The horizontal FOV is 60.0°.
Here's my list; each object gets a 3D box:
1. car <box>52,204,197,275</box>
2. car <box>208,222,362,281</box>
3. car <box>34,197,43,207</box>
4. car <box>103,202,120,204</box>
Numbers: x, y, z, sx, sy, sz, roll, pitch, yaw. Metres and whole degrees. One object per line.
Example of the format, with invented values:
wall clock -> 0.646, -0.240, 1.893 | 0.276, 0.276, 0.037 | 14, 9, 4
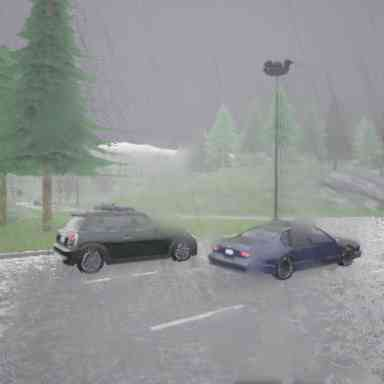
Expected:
car -> -2.028, 1.413, 10.891 | 4.553, 1.767, 2.097 | 1, -1, -35
car -> 3.016, 1.654, 10.188 | 5.357, 1.411, 2.033 | 1, -1, -35
car -> -24.997, 1.672, 55.425 | 1.837, 1.490, 4.892 | 1, -1, -34
car -> -8.465, 1.788, 36.228 | 4.718, 1.301, 1.895 | 0, 0, 33
